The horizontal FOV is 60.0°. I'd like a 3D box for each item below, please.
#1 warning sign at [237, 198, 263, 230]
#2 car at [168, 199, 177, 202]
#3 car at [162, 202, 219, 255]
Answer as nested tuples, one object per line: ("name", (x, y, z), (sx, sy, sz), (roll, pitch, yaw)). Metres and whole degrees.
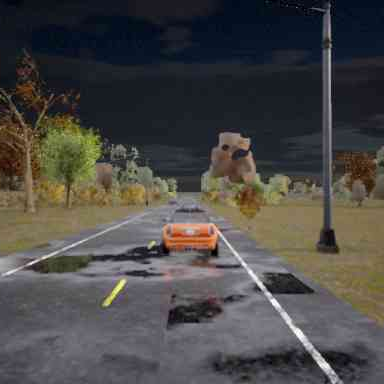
("warning sign", (3.432, 1.301, 19.805), (1.300, 1.860, 1.060), (0, 0, 0))
("car", (-4.010, 2.220, 71.016), (2.033, 1.411, 5.357), (0, -1, 0))
("car", (-0.076, 1.483, 14.121), (2.097, 1.767, 4.553), (0, -1, 0))
